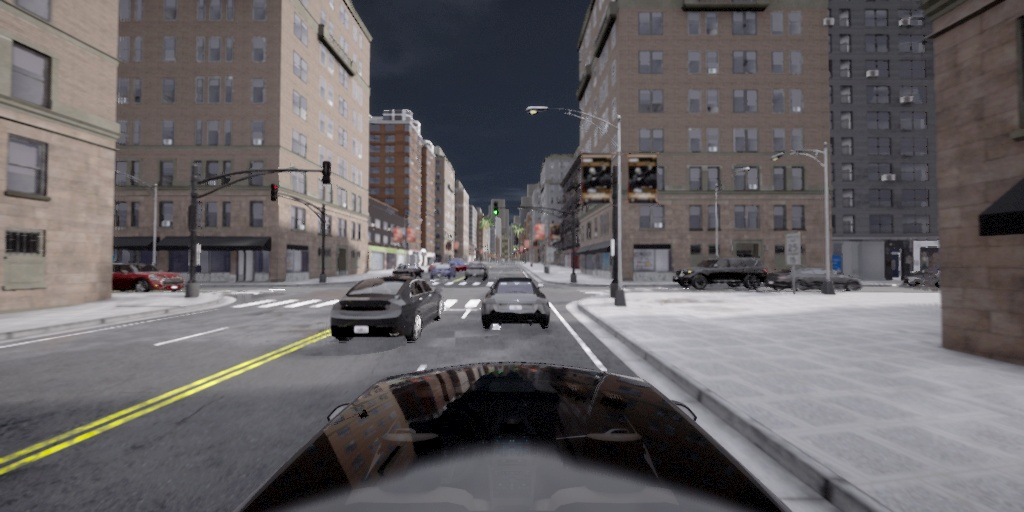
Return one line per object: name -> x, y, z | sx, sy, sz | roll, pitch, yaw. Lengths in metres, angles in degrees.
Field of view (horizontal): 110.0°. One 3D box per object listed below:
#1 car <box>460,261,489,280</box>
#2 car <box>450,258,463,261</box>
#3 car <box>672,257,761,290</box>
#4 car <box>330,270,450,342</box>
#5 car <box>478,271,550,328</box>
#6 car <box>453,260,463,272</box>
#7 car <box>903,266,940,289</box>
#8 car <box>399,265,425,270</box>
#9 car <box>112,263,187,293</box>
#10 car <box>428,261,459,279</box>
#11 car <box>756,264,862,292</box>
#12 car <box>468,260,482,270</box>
car -> -3.153, 1.407, 32.765 | 2.128, 1.511, 4.902 | 0, 0, 0
car -> -9.787, 1.309, 62.751 | 2.150, 2.045, 5.566 | 0, 0, 1
car -> 13.543, 1.107, 23.522 | 5.566, 2.045, 2.150 | 0, -1, 0
car -> -3.152, 1.300, 9.925 | 1.837, 1.490, 4.892 | 0, 0, 0
car -> 0.098, 1.368, 11.672 | 1.994, 1.385, 4.181 | 0, 0, 0
car -> -6.588, 1.603, 48.303 | 1.895, 1.301, 4.718 | 0, 0, 0
car -> 28.693, 1.369, 23.523 | 4.902, 1.511, 2.128 | 0, -1, 0
car -> -9.862, 1.526, 34.387 | 1.895, 1.301, 4.718 | 0, 0, 1
car -> -21.154, 1.174, 20.167 | 4.553, 1.767, 2.097 | 0, -1, 1
car -> -6.600, 1.453, 34.705 | 1.812, 1.442, 4.674 | 0, 0, 0
car -> 16.988, 1.341, 20.349 | 4.674, 1.442, 1.812 | 0, -1, 0
car -> -6.534, 1.577, 63.594 | 1.882, 1.535, 5.008 | 0, 0, 1
